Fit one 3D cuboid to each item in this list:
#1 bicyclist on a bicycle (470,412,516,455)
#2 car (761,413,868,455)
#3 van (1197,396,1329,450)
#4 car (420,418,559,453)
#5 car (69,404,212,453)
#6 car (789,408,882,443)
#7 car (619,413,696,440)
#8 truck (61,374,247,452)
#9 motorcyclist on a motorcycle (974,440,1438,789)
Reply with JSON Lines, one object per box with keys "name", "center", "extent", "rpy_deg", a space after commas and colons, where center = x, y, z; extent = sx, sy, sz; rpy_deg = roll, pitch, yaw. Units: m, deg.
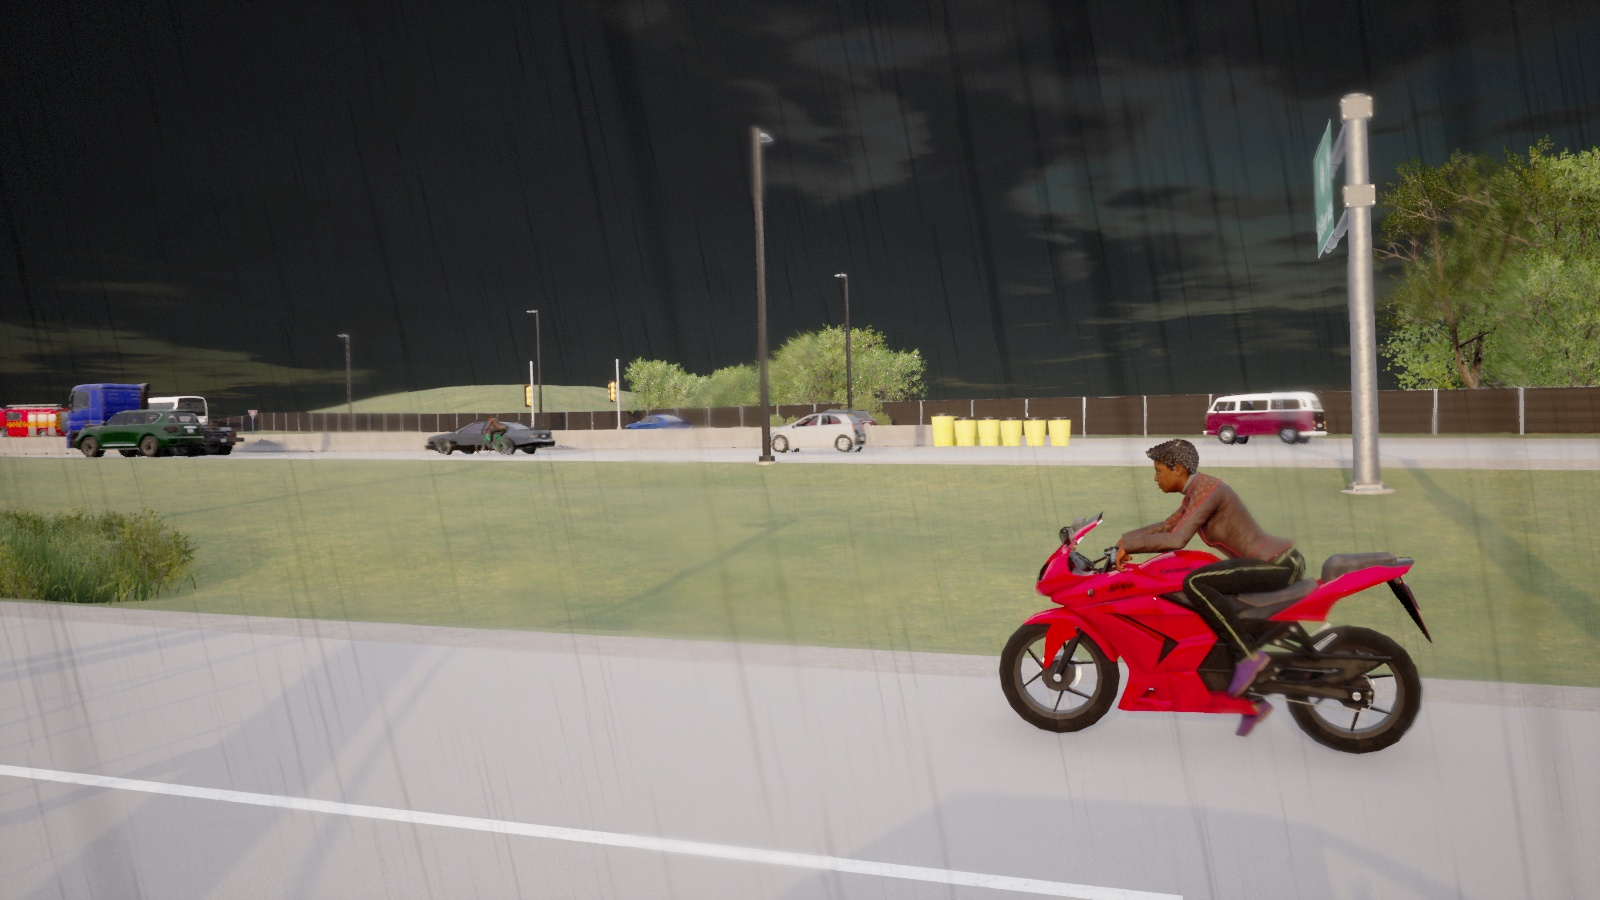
{"name": "bicyclist on a bicycle", "center": [-11.705, -0.633, 47.881], "extent": [1.656, 1.620, 0.582], "rpy_deg": [0, 1, 19]}
{"name": "car", "center": [0.561, -0.602, 47.310], "extent": [3.633, 1.501, 1.845], "rpy_deg": [0, 1, 19]}
{"name": "van", "center": [18.453, -1.084, 50.124], "extent": [4.480, 2.038, 2.069], "rpy_deg": [1, 2, 38]}
{"name": "car", "center": [-12.843, -0.592, 51.985], "extent": [5.357, 1.411, 2.033], "rpy_deg": [0, 1, 19]}
{"name": "car", "center": [-28.137, -0.901, 53.608], "extent": [5.566, 2.045, 2.150], "rpy_deg": [0, 1, 19]}
{"name": "car", "center": [1.779, -1.278, 64.610], "extent": [4.553, 1.767, 2.097], "rpy_deg": [1, 2, 43]}
{"name": "car", "center": [-8.536, -1.414, 75.060], "extent": [1.882, 1.535, 5.008], "rpy_deg": [-2, 2, -44]}
{"name": "truck", "center": [-29.761, -1.658, 57.870], "extent": [7.936, 3.462, 2.891], "rpy_deg": [0, 1, 19]}
{"name": "motorcyclist on a motorcycle", "center": [1.955, 0.718, 6.226], "extent": [2.044, 1.523, 0.797], "rpy_deg": [0, 1, 19]}
